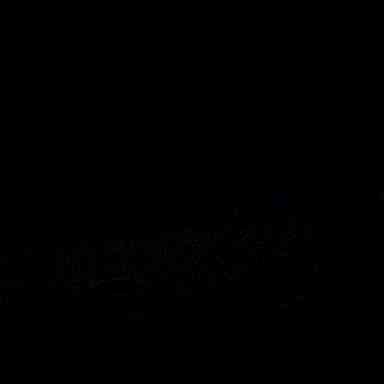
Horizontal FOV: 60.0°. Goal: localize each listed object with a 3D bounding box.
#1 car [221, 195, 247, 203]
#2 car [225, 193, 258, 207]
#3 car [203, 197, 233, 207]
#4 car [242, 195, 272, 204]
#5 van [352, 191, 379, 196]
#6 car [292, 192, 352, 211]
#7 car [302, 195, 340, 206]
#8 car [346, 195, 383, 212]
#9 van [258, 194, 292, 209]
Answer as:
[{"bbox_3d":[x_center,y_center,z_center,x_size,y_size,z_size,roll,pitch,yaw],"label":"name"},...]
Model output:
[{"bbox_3d":[7.369,1.227,58.533,1.887,1.381,4.507,-2,1,-35],"label":"car"},{"bbox_3d":[7.011,1.120,44.327,2.192,1.841,5.009,-3,1,-35],"label":"car"},{"bbox_3d":[3.725,1.408,48.957,2.008,1.369,4.403,-3,1,-35],"label":"car"},{"bbox_3d":[10.563,1.158,54.045,1.752,1.417,4.829,-3,1,-35],"label":"car"},{"bbox_3d":[20.536,0.811,40.025,1.690,1.788,3.998,-3,1,-35],"label":"van"},{"bbox_3d":[13.599,1.010,35.073,2.192,1.841,5.009,-3,1,-35],"label":"car"},{"bbox_3d":[17.251,1.091,44.654,1.947,1.339,4.313,-3,1,-35],"label":"car"},{"bbox_3d":[16.903,1.220,30.449,1.802,1.307,4.206,-3,1,-35],"label":"car"},{"bbox_3d":[10.306,1.092,39.701,1.690,1.788,3.998,-3,1,-35],"label":"van"}]
